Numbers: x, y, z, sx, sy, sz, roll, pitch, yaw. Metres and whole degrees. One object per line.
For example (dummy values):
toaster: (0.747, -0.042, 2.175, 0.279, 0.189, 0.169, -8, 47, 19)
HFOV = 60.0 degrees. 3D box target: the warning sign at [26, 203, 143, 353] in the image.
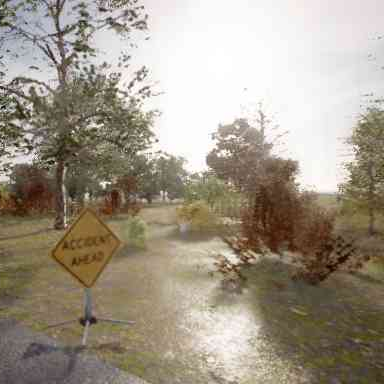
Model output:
warning sign: (-1.599, 1.130, 5.083, 1.060, 1.860, 1.300, -1, 0, 36)
